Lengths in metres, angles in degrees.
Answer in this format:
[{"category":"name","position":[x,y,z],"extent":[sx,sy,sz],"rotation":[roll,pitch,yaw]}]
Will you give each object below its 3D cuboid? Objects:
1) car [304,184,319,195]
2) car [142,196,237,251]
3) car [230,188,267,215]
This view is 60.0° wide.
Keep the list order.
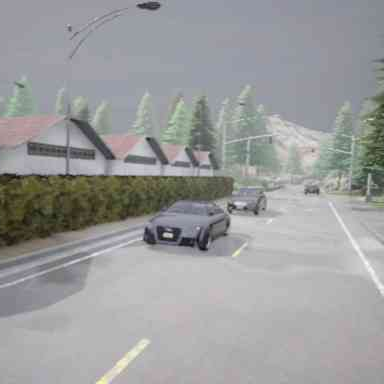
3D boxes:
[{"category":"car","position":[16.456,-0.402,45.587],"extent":[2.128,1.511,4.902],"rotation":[3,3,20]},{"category":"car","position":[-0.003,0.988,11.482],"extent":[1.994,1.385,4.181],"rotation":[3,3,20]},{"category":"car","position":[3.596,0.505,21.217],"extent":[2.128,1.511,4.902],"rotation":[3,3,20]}]
